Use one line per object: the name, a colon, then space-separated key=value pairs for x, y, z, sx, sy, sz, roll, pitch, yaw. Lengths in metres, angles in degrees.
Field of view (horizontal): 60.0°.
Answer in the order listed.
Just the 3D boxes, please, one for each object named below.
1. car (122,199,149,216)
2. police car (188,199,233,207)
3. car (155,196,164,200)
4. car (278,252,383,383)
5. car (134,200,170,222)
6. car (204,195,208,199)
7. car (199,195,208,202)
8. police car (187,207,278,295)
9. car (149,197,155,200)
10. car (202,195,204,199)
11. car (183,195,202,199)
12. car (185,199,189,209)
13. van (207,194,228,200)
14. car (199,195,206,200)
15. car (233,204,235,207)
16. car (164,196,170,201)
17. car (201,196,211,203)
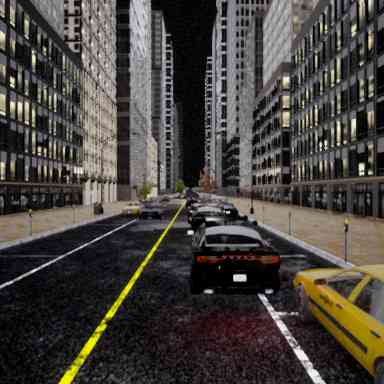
car: x=-5.675 y=1.512 z=32.498 sx=1.752 sy=1.417 sz=4.829 roll=0 pitch=0 yaw=0
police car: x=0.911 y=1.418 z=18.878 sx=1.930 sy=1.638 sz=5.238 roll=0 pitch=0 yaw=0
car: x=-5.666 y=1.417 z=49.744 sx=1.967 sy=1.590 sz=4.097 roll=0 pitch=0 yaw=0
car: x=2.689 y=1.524 z=4.358 sx=1.752 sy=1.417 sz=4.829 roll=0 pitch=0 yaw=0
car: x=-3.085 y=1.590 z=26.592 sx=1.895 sy=1.301 sz=4.718 roll=0 pitch=0 yaw=0
car: x=2.708 y=1.424 z=38.341 sx=1.967 sy=1.590 sz=4.097 roll=0 pitch=0 yaw=0
car: x=2.732 y=1.504 z=78.186 sx=2.008 sy=1.369 sz=4.403 roll=0 pitch=0 yaw=0
police car: x=0.905 y=1.422 z=8.878 sx=1.930 sy=1.638 sz=5.238 roll=0 pitch=0 yaw=0
car: x=-5.672 y=1.566 z=38.360 sx=1.802 sy=1.307 sz=4.206 roll=0 pitch=0 yaw=0
car: x=2.719 y=1.555 z=55.417 sx=1.802 sy=1.307 sz=4.206 roll=0 pitch=0 yaw=0
car: x=0.035 y=1.505 z=45.944 sx=1.812 sy=1.442 sz=4.674 roll=0 pitch=0 yaw=0
car: x=0.708 y=1.496 z=24.831 sx=1.837 sy=1.490 sz=4.892 roll=0 pitch=0 yaw=4
van: x=2.704 y=1.328 z=32.648 sx=1.690 sy=1.788 sz=3.998 roll=0 pitch=0 yaw=0
car: x=2.738 y=1.523 z=89.572 sx=1.802 sy=1.307 sz=4.206 roll=0 pitch=0 yaw=0
car: x=2.702 y=1.555 z=26.956 sx=1.947 sy=1.339 sz=4.313 roll=0 pitch=0 yaw=0
car: x=-5.652 y=1.524 z=72.511 sx=1.947 sy=1.339 sz=4.313 roll=0 pitch=0 yaw=0
car: x=2.725 y=1.509 z=66.802 sx=1.887 sy=1.381 sz=4.507 roll=0 pitch=0 yaw=0
